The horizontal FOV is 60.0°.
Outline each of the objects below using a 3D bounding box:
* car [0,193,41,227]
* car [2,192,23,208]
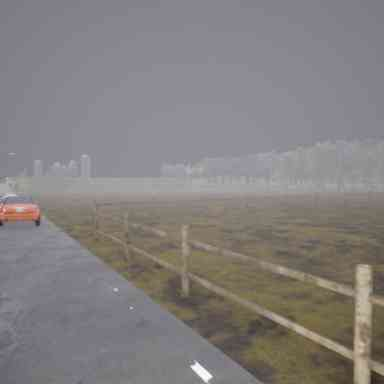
[{"bbox_3d":[-10.318,0.961,19.799,2.097,1.767,4.553,0,1,-29],"label":"car"},{"bbox_3d":[-18.812,0.813,34.790,1.812,1.442,4.674,0,1,-29],"label":"car"}]
